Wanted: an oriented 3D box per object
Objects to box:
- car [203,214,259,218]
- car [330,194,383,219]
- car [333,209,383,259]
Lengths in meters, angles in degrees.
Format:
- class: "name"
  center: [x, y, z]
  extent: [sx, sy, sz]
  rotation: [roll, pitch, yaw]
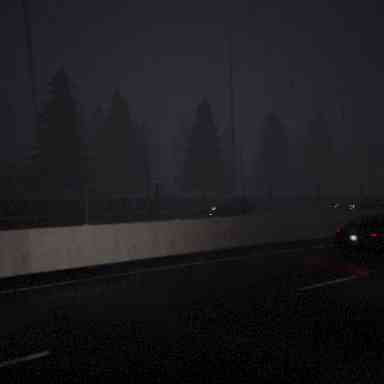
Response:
- class: "car"
  center: [2.873, 1.164, 25.514]
  extent: [4.553, 1.767, 2.097]
  rotation: [0, 0, -26]
- class: "car"
  center: [13.507, 1.101, 26.356]
  extent: [4.553, 1.767, 2.097]
  rotation: [0, 0, -20]
- class: "car"
  center: [7.025, 1.447, 11.737]
  extent: [4.181, 1.385, 1.994]
  rotation: [-1, 0, -28]
